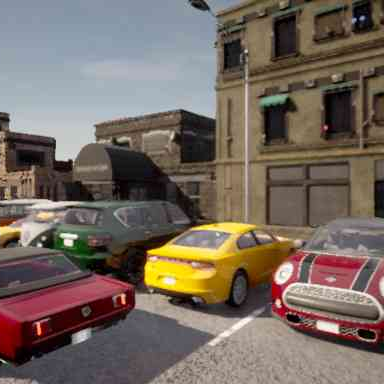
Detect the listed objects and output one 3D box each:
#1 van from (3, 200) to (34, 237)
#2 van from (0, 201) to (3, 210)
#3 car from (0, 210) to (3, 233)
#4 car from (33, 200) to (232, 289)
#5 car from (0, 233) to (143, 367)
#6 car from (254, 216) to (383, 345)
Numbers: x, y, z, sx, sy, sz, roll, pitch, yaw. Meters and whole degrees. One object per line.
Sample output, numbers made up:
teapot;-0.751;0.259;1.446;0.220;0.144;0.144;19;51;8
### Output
van;-3.652;1.321;11.420;1.878;1.987;4.442;0;0;36
van;-8.006;1.359;14.814;1.878;1.987;4.442;-1;0;36
car;-5.824;1.566;13.121;2.097;1.535;5.008;0;0;36
car;-1.323;1.277;9.936;2.435;2.045;5.566;0;0;36
car;-3.271;1.643;5.706;4.718;1.301;1.895;0;0;35
car;3.269;1.362;6.662;2.185;1.767;4.553;-1;0;36
